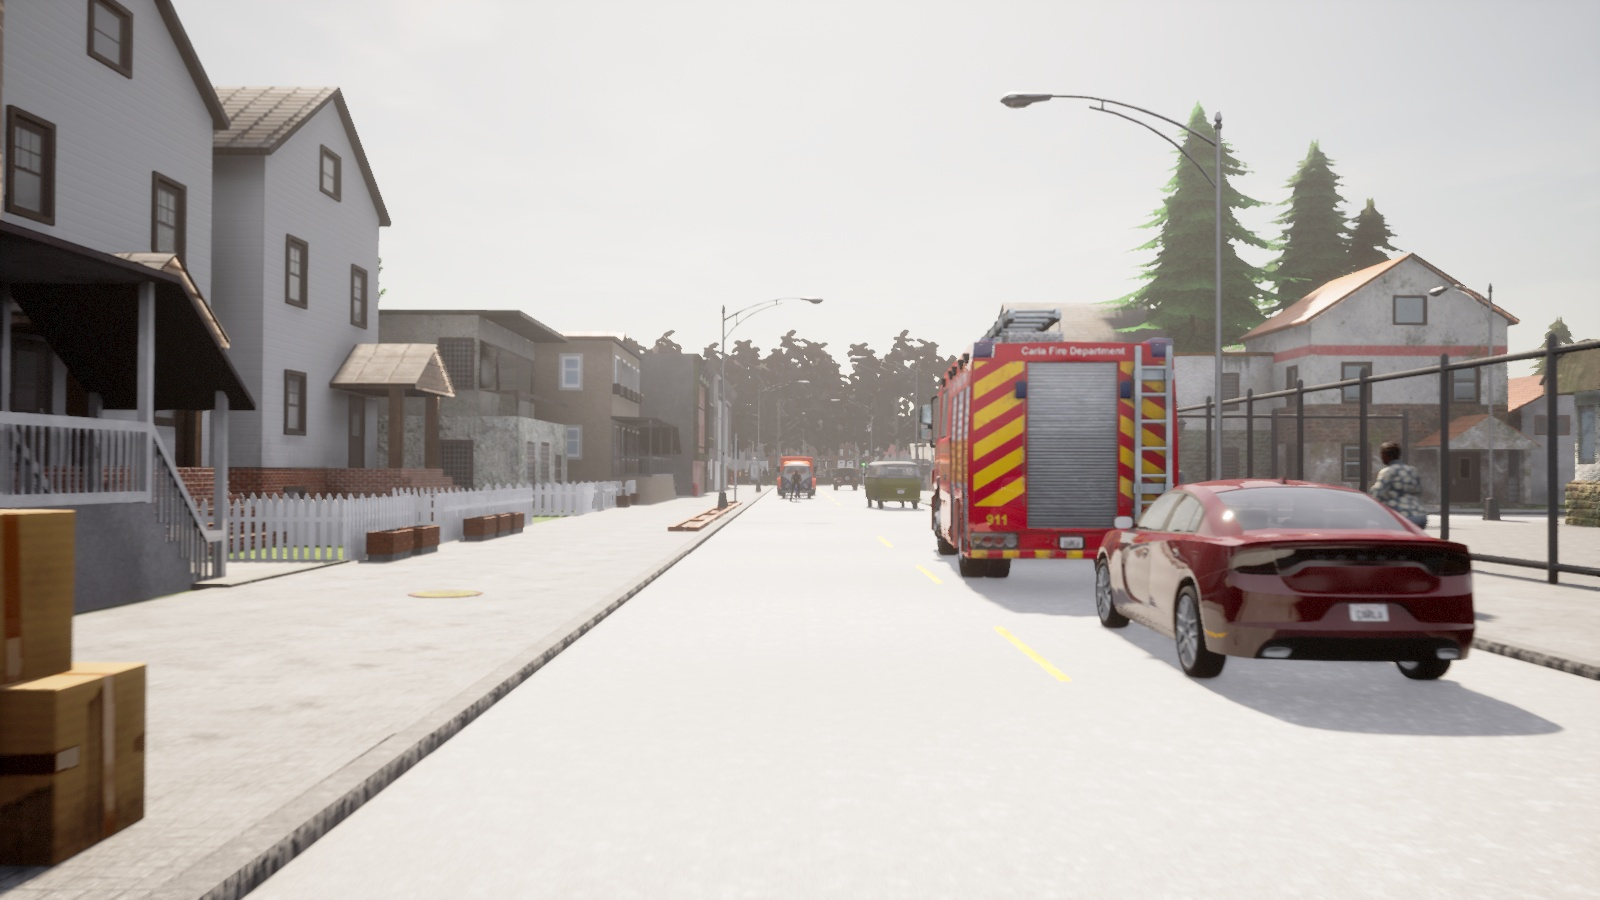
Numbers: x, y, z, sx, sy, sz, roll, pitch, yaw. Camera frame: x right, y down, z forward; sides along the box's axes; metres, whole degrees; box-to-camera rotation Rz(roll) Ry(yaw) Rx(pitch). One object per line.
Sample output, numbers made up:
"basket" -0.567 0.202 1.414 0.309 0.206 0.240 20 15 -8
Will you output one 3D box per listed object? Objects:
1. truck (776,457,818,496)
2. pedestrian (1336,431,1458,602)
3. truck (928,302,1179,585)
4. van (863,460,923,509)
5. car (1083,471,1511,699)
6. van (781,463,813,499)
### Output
"truck" -0.211 1.692 81.549 2.627 2.467 5.204 0 -1 0
"pedestrian" 6.778 0.730 14.267 0.874 1.855 0.900 0 -1 -31
"truck" 3.863 -0.010 21.263 2.891 3.827 8.468 0 -1 3
"van" 3.902 1.447 53.498 1.775 1.987 4.442 0 -1 -6
"car" 3.932 0.961 11.023 1.882 1.535 5.008 0 -1 2
"van" -0.185 1.777 72.234 1.775 1.987 4.442 0 -1 0
